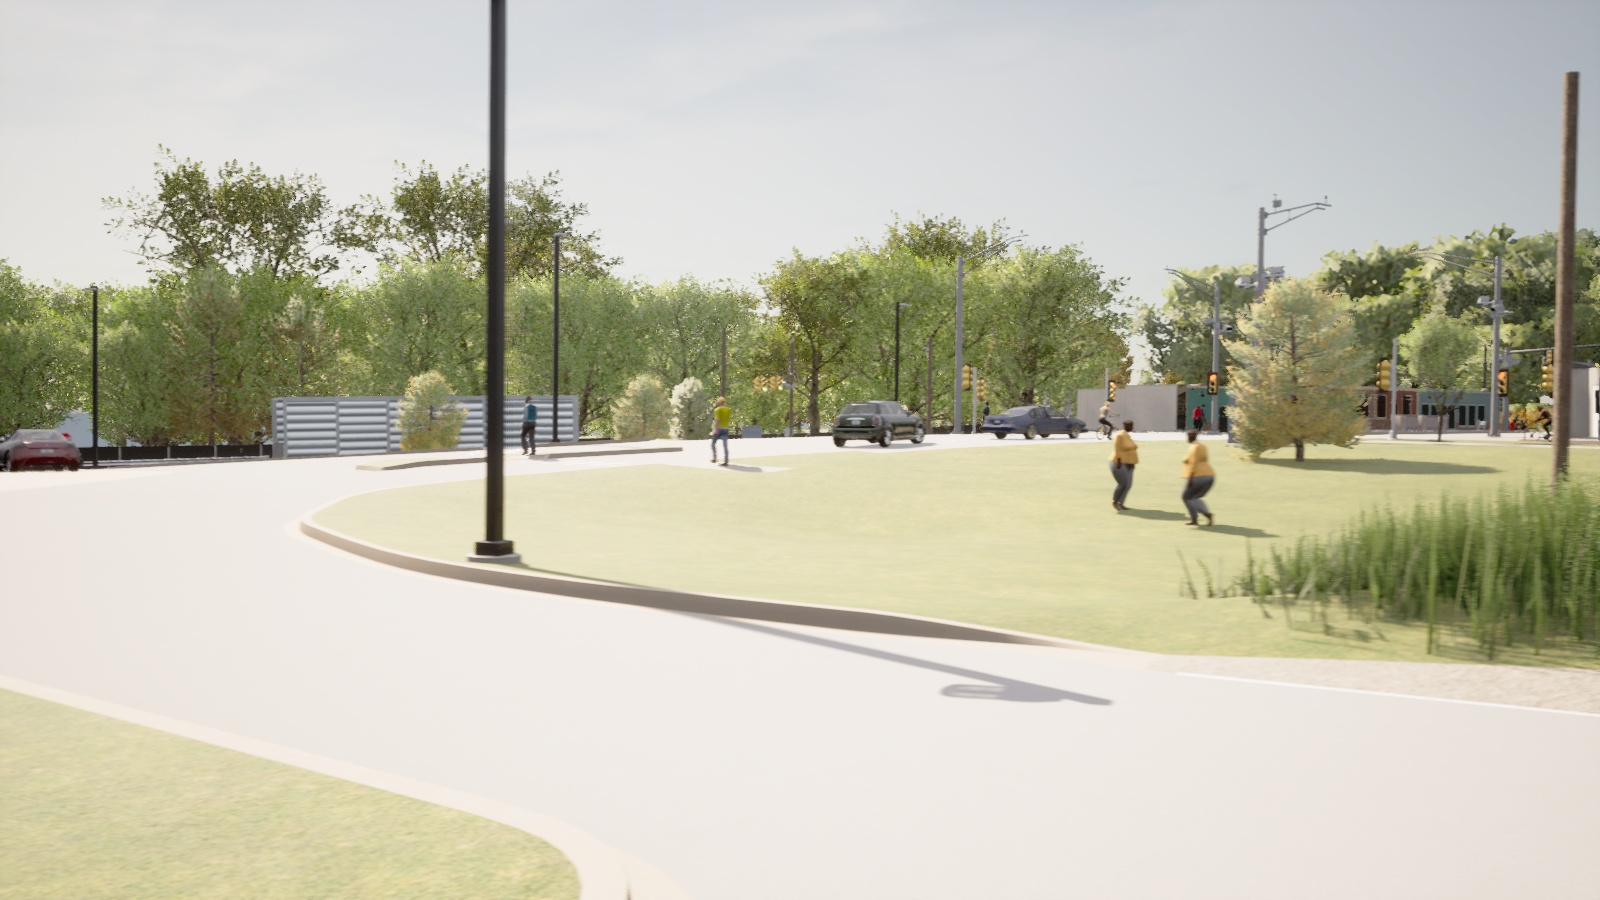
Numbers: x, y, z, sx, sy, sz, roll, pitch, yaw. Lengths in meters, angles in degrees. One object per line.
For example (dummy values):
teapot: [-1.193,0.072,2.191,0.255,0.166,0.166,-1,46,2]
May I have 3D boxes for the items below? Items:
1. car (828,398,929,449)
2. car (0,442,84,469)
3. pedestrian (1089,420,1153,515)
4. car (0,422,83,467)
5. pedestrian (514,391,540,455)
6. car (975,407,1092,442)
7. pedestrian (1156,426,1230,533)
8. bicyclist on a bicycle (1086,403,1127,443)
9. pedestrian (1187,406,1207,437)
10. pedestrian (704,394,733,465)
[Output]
car: [2.985,-1.035,46.895,2.097,1.767,4.553,1,3,28]
car: [-46.672,0.298,76.736,4.892,1.490,1.837,-2,3,-33]
pedestrian: [6.452,0.337,25.239,0.900,1.855,0.874,2,2,43]
car: [-24.775,-0.159,40.609,1.994,1.385,4.181,0,0,-41]
pedestrian: [-8.316,-0.827,38.241,0.692,1.930,0.396,2,2,40]
car: [10.068,-1.102,53.910,5.357,1.411,2.033,-1,2,-41]
pedestrian: [7.074,0.510,22.609,0.874,1.855,0.900,0,2,-41]
bicyclist on a bicycle: [12.705,-1.124,51.984,1.509,1.612,0.866,-1,2,-38]
pedestrian: [23.705,-1.683,74.916,0.634,1.844,0.899,0,2,-29]
pedestrian: [-2.134,-0.536,32.879,0.354,1.836,0.706,0,2,-42]
